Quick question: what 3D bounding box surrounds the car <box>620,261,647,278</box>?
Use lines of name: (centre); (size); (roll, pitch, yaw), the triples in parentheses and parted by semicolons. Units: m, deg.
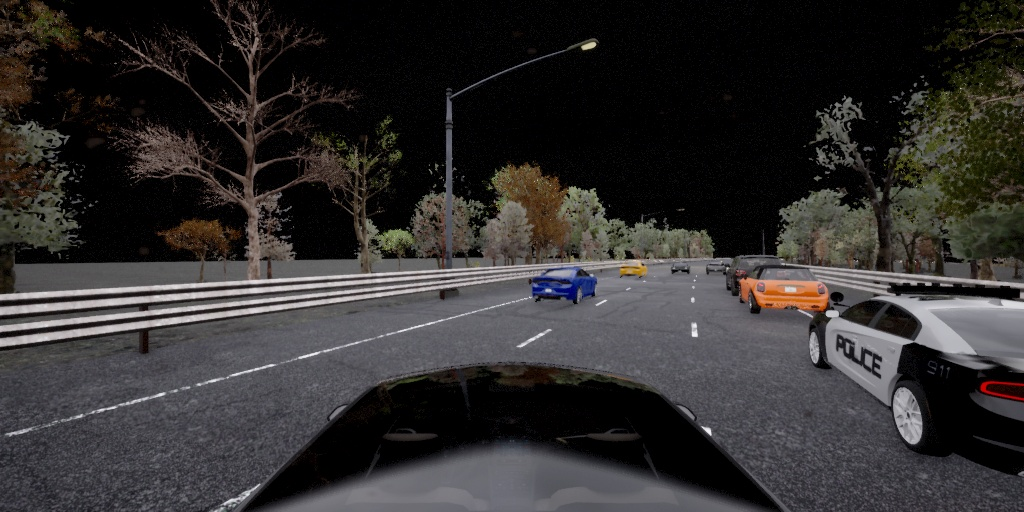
car: (11.588, 1.239, 33.947); (1.882, 1.535, 5.008); (0, 0, 28)

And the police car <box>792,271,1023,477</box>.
police car: (5.599, 1.175, 4.688); (1.930, 1.638, 5.238); (0, 0, 26)

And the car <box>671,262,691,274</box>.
car: (19.259, 1.370, 40.818); (1.895, 1.301, 4.718); (0, 0, 28)

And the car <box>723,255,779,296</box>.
car: (12.609, 0.978, 18.758); (2.150, 2.045, 5.566); (0, 0, 27)

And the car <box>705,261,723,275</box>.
car: (22.372, 1.262, 39.341); (2.128, 1.511, 4.902); (0, 0, 29)

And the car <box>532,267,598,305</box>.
car: (2.561, 1.228, 16.463); (1.882, 1.535, 5.008); (0, 0, 26)

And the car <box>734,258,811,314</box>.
car: (9.906, 1.102, 13.419); (2.097, 1.767, 4.553); (0, 0, 27)
